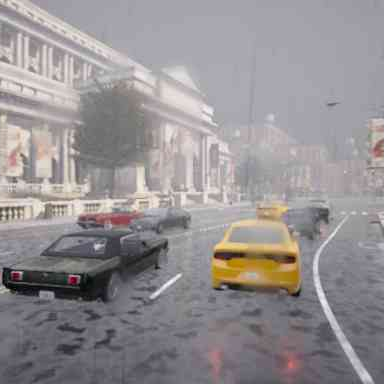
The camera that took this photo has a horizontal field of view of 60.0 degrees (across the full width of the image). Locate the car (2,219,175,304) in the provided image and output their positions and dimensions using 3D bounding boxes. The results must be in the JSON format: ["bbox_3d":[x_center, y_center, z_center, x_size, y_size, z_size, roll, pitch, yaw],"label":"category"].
[{"bbox_3d":[-2.097,1.593,8.228,1.895,1.301,4.718,0,0,14],"label":"car"}]

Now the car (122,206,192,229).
[{"bbox_3d":[-1.630,1.550,19.177,1.812,1.442,4.674,0,0,28],"label":"car"}]

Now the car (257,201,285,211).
[{"bbox_3d":[6.793,1.479,27.388,1.882,1.535,5.008,0,0,28],"label":"car"}]

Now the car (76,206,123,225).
[{"bbox_3d":[-4.819,1.583,20.628,1.895,1.301,4.718,0,0,28],"label":"car"}]

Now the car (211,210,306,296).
[{"bbox_3d":[1.810,1.477,8.832,1.882,1.535,5.008,0,0,15],"label":"car"}]

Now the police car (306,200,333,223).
[{"bbox_3d":[9.710,1.432,25.630,1.930,1.638,5.238,0,0,28],"label":"police car"}]

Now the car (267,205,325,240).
[{"bbox_3d":[5.537,1.567,17.357,1.994,1.385,4.181,0,0,27],"label":"car"}]
